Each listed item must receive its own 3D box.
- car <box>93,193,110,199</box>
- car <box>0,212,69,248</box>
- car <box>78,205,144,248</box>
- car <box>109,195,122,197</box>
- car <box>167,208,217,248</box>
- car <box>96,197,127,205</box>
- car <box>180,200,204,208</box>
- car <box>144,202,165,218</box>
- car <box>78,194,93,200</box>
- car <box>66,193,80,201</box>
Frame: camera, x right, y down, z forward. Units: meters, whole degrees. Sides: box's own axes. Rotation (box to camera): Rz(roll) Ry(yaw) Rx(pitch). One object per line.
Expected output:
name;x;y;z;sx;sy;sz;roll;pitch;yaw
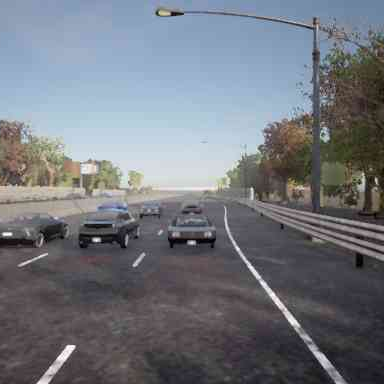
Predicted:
car;-21.000;1.284;78.839;2.150;2.045;5.566;0;0;0
car;-7.000;1.572;14.651;1.994;1.385;4.181;0;0;0
car;-3.500;1.516;14.651;1.837;1.490;4.892;0;0;0
car;-17.500;1.559;78.868;1.837;1.490;4.892;0;0;0
car;0.000;1.616;14.681;1.895;1.301;4.718;0;0;0
car;-7.000;1.494;29.651;1.882;1.535;5.008;0;0;0
car;0.000;1.526;29.651;1.837;1.490;4.892;0;0;0
car;-3.500;1.572;29.651;2.033;1.411;5.357;0;0;0
car;-24.500;1.584;78.868;2.128;1.511;4.902;0;0;0
car;-28.000;1.283;78.839;2.150;2.045;5.566;0;0;0
